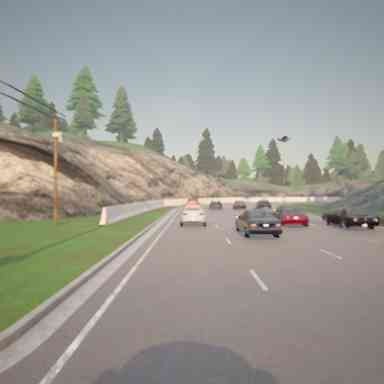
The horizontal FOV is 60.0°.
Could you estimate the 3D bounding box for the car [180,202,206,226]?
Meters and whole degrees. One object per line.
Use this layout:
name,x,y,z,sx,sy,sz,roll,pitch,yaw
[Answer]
car,0.079,1.714,25.162,1.812,1.442,4.674,0,0,0

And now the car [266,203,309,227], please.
car,7.091,1.749,24.659,1.994,1.385,4.181,0,0,0

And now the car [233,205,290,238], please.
car,3.594,1.687,18.660,2.033,1.411,5.357,0,0,0

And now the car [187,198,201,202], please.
car,0.255,1.737,51.681,2.097,1.767,4.553,0,-1,5

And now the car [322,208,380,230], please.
car,10.593,1.770,22.599,1.895,1.301,4.718,0,0,0

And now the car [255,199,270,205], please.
car,10.593,1.874,49.229,1.837,1.490,4.892,0,0,4

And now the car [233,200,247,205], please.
car,7.099,1.916,49.340,2.033,1.411,5.357,0,0,4

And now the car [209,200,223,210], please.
car,3.529,1.861,49.386,2.128,1.511,4.902,0,0,3
